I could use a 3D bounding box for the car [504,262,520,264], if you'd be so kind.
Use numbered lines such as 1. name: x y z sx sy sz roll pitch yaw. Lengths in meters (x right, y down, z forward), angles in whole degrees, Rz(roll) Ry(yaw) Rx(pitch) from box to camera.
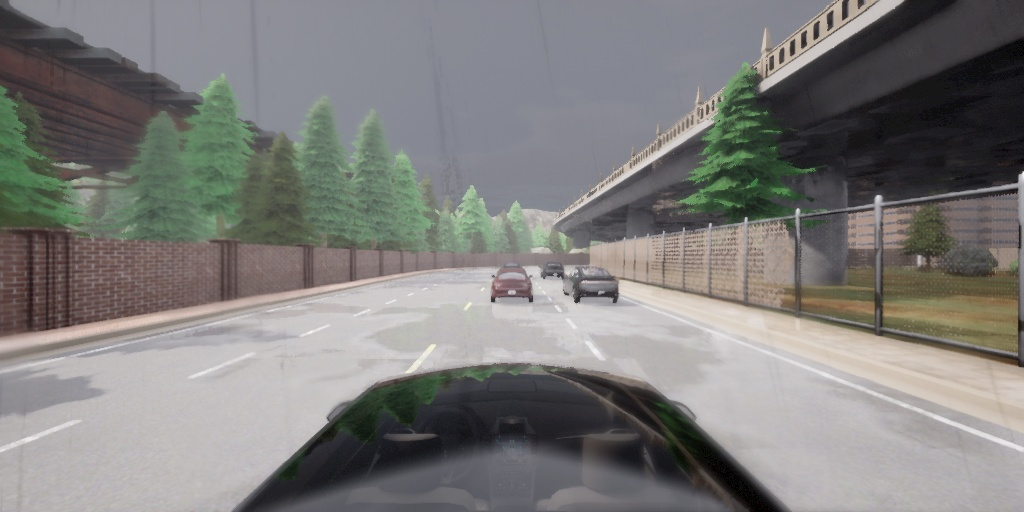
1. car: 0.000 1.243 31.500 2.128 1.511 4.902 0 0 0

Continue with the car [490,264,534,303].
1. car: 0.000 1.280 16.500 1.812 1.442 4.674 0 0 0

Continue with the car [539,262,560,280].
1. car: 3.500 1.264 31.500 1.837 1.490 4.892 0 0 0

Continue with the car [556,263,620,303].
1. car: 3.500 1.242 16.500 2.128 1.511 4.902 0 0 0
